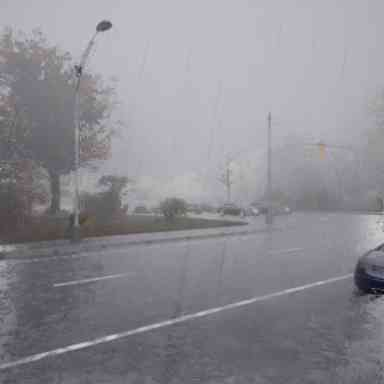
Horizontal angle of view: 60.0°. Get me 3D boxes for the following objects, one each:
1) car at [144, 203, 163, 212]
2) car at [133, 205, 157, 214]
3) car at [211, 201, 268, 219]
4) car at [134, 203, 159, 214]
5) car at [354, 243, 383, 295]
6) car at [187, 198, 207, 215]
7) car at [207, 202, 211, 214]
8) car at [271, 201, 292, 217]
[{"bbox_3d":[-8.194,3.381,70.506,2.097,1.767,4.553,0,-3,-32],"label":"car"},{"bbox_3d":[-8.213,3.009,57.394,2.033,1.411,5.357,0,-3,-32],"label":"car"},{"bbox_3d":[4.313,1.636,31.072,2.128,1.511,4.902,0,-1,-32],"label":"car"},{"bbox_3d":[-6.490,2.365,48.087,2.097,1.767,4.553,0,-3,-32],"label":"car"},{"bbox_3d":[5.573,1.558,7.546,4.181,1.385,1.994,0,0,-34],"label":"car"},{"bbox_3d":[-1.017,1.721,39.456,2.150,2.045,5.566,0,-3,-33],"label":"car"},{"bbox_3d":[2.457,1.945,40.520,2.128,1.511,4.902,0,-2,-32],"label":"car"},{"bbox_3d":[7.487,1.623,32.587,2.128,1.511,4.902,0,-1,-34],"label":"car"}]
